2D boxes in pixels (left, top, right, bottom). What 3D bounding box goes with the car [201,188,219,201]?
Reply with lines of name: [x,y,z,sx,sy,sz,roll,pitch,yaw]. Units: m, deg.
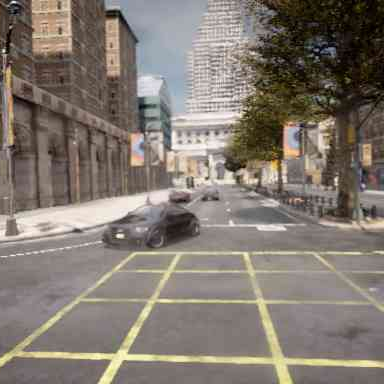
car: [2.030,0.213,36.880,2.033,1.411,5.357,-1,2,5]

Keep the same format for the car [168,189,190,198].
car: [-1.356,0.383,35.521,1.895,1.301,4.718,-1,2,5]

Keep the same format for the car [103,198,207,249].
car: [-1.361,1.150,12.483,1.994,1.385,4.181,1,3,29]
